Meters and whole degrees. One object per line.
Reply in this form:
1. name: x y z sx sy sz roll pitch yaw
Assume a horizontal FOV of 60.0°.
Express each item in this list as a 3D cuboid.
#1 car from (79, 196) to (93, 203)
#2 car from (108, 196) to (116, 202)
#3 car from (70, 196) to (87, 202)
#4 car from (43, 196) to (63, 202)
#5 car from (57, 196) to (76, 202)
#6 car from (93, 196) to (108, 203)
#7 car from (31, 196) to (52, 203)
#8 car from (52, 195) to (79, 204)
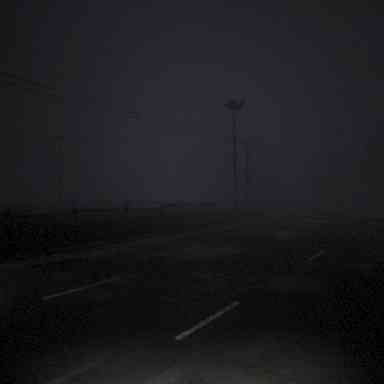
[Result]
1. car: -24.572 1.689 73.017 4.674 1.442 1.812 0 0 35
2. car: -20.272 1.709 78.551 5.357 1.411 2.033 0 0 35
3. car: -28.907 1.659 84.595 4.674 1.442 1.812 0 0 35
4. car: -32.922 1.657 78.860 4.902 1.511 2.128 0 0 35
5. car: -30.914 1.632 81.727 4.892 1.490 1.837 0 0 35
6. car: -22.278 1.706 75.683 5.357 1.411 2.033 0 0 35
7. car: -34.929 1.671 75.993 5.357 1.411 2.033 0 0 35
8. car: -26.690 1.517 70.227 4.553 1.767 2.097 0 0 35
